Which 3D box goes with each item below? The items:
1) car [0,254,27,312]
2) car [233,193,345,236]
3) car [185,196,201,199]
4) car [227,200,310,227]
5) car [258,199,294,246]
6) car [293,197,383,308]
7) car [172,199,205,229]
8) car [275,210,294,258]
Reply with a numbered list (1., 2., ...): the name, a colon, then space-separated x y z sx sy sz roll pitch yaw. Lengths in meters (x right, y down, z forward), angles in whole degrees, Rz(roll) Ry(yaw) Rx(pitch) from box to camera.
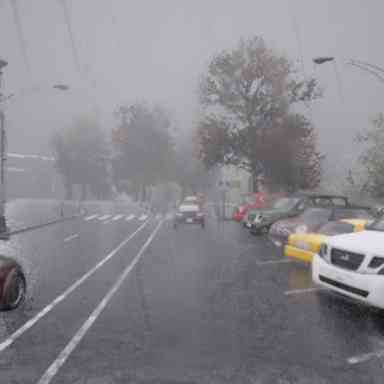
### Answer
1. car: -4.285 1.569 4.944 1.994 1.385 4.181 0 0 0
2. car: 5.133 1.153 15.933 5.566 2.045 2.435 1 1 -21
3. car: 0.169 1.179 34.911 1.882 1.535 5.008 1 1 7
4. car: 4.998 1.334 21.896 4.892 1.521 2.231 1 0 -22
5. car: 5.245 1.314 12.990 4.553 1.767 2.185 1 1 -21
6. car: 5.275 1.235 7.017 5.566 2.045 2.435 1 1 -21
7. car: -0.218 1.383 20.556 1.812 1.442 4.674 0 0 -2
8. car: 5.433 1.466 10.086 5.366 1.575 1.946 1 0 -21
